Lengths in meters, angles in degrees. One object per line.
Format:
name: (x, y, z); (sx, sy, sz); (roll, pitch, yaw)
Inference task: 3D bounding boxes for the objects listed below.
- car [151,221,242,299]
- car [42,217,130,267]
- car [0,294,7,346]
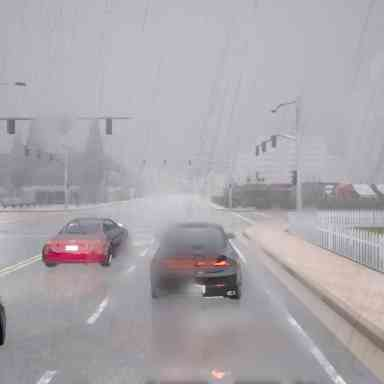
car: (0.087, 1.505, 8.413); (1.837, 1.490, 4.892); (0, 0, 0)
car: (-3.418, 1.564, 11.451); (1.994, 1.385, 4.181); (0, 0, 0)
car: (-3.408, 1.492, 2.543); (2.128, 1.511, 4.902); (0, 0, 0)
